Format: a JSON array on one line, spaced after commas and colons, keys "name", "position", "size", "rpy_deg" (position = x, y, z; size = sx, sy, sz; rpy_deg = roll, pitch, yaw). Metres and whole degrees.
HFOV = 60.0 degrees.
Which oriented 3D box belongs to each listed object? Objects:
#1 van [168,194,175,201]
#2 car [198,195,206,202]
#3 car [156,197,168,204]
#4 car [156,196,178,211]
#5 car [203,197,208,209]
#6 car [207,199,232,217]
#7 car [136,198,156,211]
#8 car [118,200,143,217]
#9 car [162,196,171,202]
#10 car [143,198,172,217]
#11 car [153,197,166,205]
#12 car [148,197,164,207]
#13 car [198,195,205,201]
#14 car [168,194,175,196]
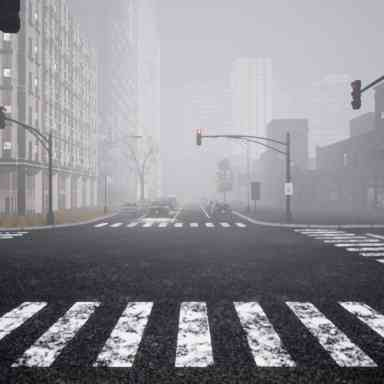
[{"name": "van", "position": [-5.733, 1.414, 91.737], "size": [1.690, 1.788, 3.998], "rpy_deg": [0, 0, 0]}, {"name": "car", "position": [2.656, 1.600, 75.118], "size": [2.008, 1.369, 4.403], "rpy_deg": [0, 0, 0]}, {"name": "car", "position": [-5.720, 1.600, 64.033], "size": [1.947, 1.339, 4.313], "rpy_deg": [0, 0, 0]}, {"name": "car", "position": [-3.116, 1.579, 40.931], "size": [1.994, 1.385, 4.181], "rpy_deg": [0, 0, 0]}, {"name": "car", "position": [2.672, 1.598, 41.874], "size": [1.802, 1.307, 4.206], "rpy_deg": [0, 0, 0]}, {"name": "car", "position": [2.677, 1.554, 30.791], "size": [1.887, 1.381, 4.507], "rpy_deg": [0, 0, 0]}, {"name": "car", "position": [-5.709, 1.541, 41.699], "size": [1.752, 1.417, 4.829], "rpy_deg": [0, 0, 0]}, {"name": "car", "position": [-5.704, 1.591, 30.787], "size": [1.802, 1.307, 4.206], "rpy_deg": [0, 0, 0]}, {"name": "car", "position": [-5.725, 1.631, 75.114], "size": [1.802, 1.307, 4.206], "rpy_deg": [0, 0, 0]}, {"name": "car", "position": [-3.132, 1.573, 30.968], "size": [1.994, 1.385, 4.181], "rpy_deg": [0, 0, -2]}, {"name": "car", "position": [-5.717, 1.594, 58.491], "size": [1.947, 1.339, 4.313], "rpy_deg": [0, 0, 0]}, {"name": "car", "position": [-5.714, 1.574, 52.951], "size": [2.008, 1.369, 4.403], "rpy_deg": [0, 0, 0]}, {"name": "car", "position": [2.648, 1.639, 91.741], "size": [1.947, 1.339, 4.313], "rpy_deg": [0, 0, 0]}, {"name": "car", "position": [-3.113, 1.500, 50.914], "size": [1.882, 1.535, 5.008], "rpy_deg": [0, 0, 0]}]
